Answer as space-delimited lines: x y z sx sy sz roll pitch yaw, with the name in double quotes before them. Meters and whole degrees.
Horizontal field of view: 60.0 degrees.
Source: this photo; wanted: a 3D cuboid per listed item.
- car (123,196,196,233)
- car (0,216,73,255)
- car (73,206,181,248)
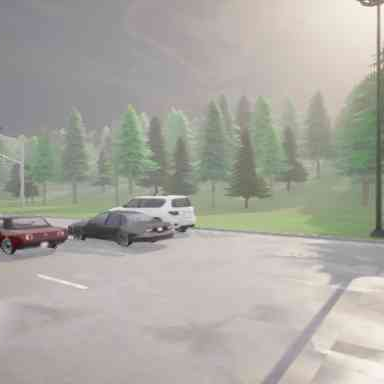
"car" -2.396 1.221 18.543 5.566 2.045 2.150 0 0 36
"car" -7.128 1.601 13.327 4.718 1.301 1.895 0 0 36
"car" -3.318 1.548 14.889 5.357 1.411 2.033 0 0 36
